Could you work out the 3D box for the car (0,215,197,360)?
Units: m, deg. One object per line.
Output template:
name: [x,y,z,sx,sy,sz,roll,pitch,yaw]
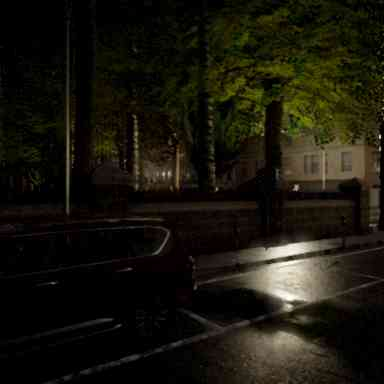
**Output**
car: [-2.240,1.320,4.936,5.009,1.841,2.192,0,0,-36]
